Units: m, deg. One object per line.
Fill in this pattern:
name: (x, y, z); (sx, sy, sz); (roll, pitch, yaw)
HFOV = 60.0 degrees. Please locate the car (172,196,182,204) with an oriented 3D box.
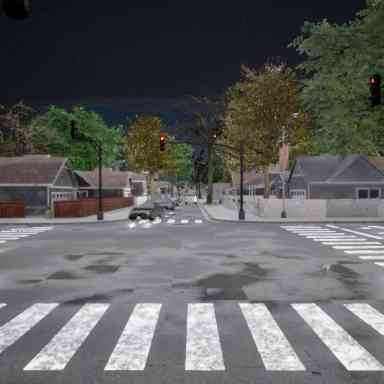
car: (-3.050, 1.565, 67.723); (1.837, 1.490, 4.892); (0, 0, 0)

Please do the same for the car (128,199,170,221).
car: (-3.634, 1.561, 27.601); (2.033, 1.411, 5.357); (0, 0, 8)

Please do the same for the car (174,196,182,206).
car: (-3.032, 1.567, 52.116); (1.812, 1.442, 4.674); (0, 0, 0)

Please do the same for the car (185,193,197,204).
car: (-0.183, 1.278, 62.947); (2.150, 2.045, 5.566); (0, 0, 0)

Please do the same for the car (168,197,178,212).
car: (-3.033, 1.589, 39.359); (1.994, 1.385, 4.181); (0, 0, 0)
